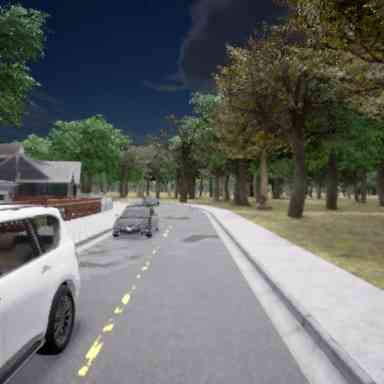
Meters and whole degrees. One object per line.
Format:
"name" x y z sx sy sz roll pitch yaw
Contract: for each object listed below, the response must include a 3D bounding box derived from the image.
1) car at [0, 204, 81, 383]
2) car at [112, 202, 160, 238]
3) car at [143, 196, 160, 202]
"car" -2.850 1.211 3.127 2.150 2.045 5.566 0 0 0
"car" -2.811 1.463 17.407 1.837 1.490 4.892 0 0 0
"car" -6.103 1.364 49.456 1.837 1.490 4.892 0 0 -20
